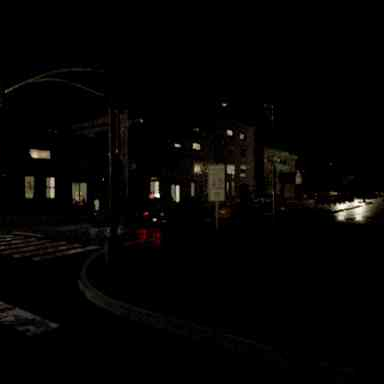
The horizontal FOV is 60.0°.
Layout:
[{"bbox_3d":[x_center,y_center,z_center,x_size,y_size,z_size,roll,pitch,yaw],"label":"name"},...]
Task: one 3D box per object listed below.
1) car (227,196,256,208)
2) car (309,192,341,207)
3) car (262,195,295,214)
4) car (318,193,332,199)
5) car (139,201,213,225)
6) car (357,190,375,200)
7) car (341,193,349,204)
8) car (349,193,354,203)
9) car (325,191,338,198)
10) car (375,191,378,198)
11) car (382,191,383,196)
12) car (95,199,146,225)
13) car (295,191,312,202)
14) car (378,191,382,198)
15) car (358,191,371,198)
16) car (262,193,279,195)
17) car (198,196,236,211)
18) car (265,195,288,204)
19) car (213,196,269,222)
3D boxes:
[{"bbox_3d":[6.159,1.189,40.863,1.802,1.307,4.206,0,0,36],"label":"car"},{"bbox_3d":[16.189,1.006,40.403,2.008,1.369,4.403,0,0,36],"label":"car"},{"bbox_3d":[6.420,1.160,26.983,2.008,1.369,4.403,0,0,36],"label":"car"},{"bbox_3d":[28.951,0.835,72.177,1.802,1.307,4.206,0,0,36],"label":"car"},{"bbox_3d":[-0.917,1.324,21.486,1.895,1.301,4.718,-1,0,36],"label":"car"},{"bbox_3d":[32.467,0.516,62.769,2.192,1.841,5.009,0,0,36],"label":"car"},{"bbox_3d":[19.445,0.986,44.877,1.802,1.307,4.206,0,0,36],"label":"car"},{"bbox_3d":[22.700,0.793,49.350,1.967,1.590,4.097,0,0,36],"label":"car"},{"bbox_3d":[32.206,0.643,76.649,1.967,1.590,4.097,0,0,36],"label":"car"},{"bbox_3d":[35.724,0.718,67.243,1.947,1.339,4.313,0,0,36],"label":"car"},{"bbox_3d":[42.062,0.600,75.938,1.887,1.381,4.507,0,0,36],"label":"car"},{"bbox_3d":[-4.138,1.250,22.332,1.882,1.535,5.008,-1,0,36],"label":"car"},{"bbox_3d":[19.082,0.930,58.619,1.752,1.417,4.829,0,0,36],"label":"car"},{"bbox_3d":[38.980,0.668,71.717,1.947,1.339,4.313,0,0,36],"label":"car"},{"bbox_3d":[41.088,0.563,79.196,1.837,1.490,4.892,-1,0,36],"label":"car"},{"bbox_3d":[9.434,0.909,40.938,2.097,1.767,4.553,-1,0,36],"label":"car"},{"bbox_3d":[2.803,1.185,36.252,1.752,1.417,4.829,0,0,36],"label":"car"},{"bbox_3d":[12.671,1.087,49.811,1.802,1.307,4.206,0,0,36],"label":"car"},{"bbox_3d":[3.264,1.184,22.647,1.752,1.417,4.829,0,0,36],"label":"car"}]
